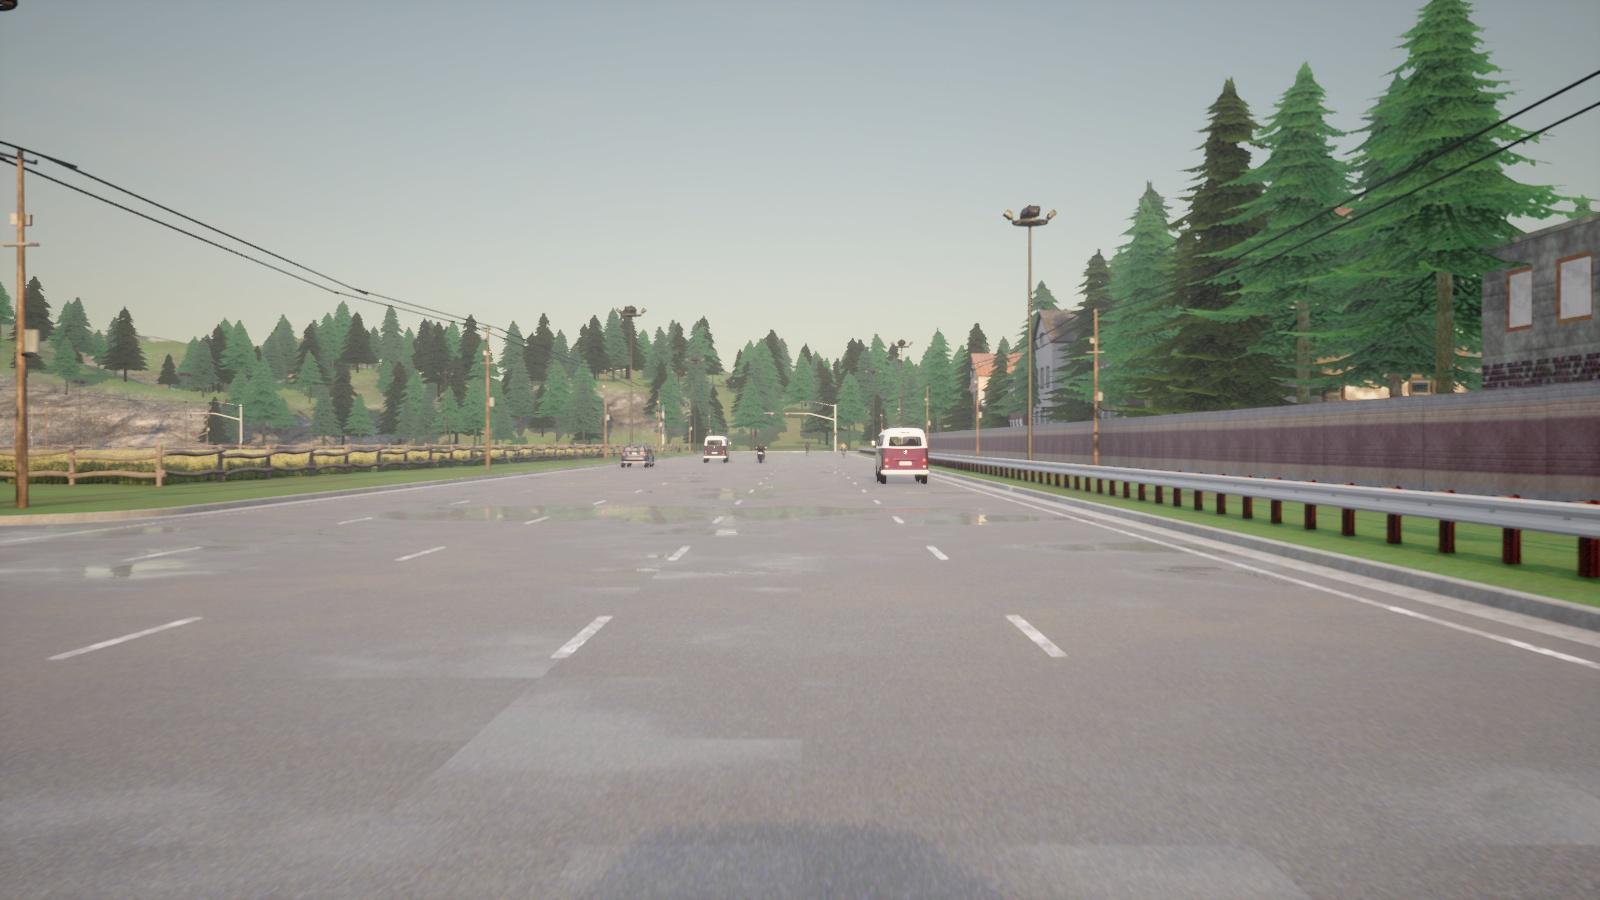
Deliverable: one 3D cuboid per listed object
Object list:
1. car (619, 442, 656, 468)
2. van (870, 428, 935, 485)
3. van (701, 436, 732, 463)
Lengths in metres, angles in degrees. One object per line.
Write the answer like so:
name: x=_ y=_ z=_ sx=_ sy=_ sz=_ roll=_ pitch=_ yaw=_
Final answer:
car: x=-10.033 y=0.296 z=77.799 sx=1.789 sy=1.549 sz=3.705 roll=0 pitch=0 yaw=0
van: x=3.789 y=0.214 z=47.112 sx=2.069 sy=2.038 sz=4.480 roll=0 pitch=0 yaw=0
van: x=-6.423 y=-0.061 z=96.720 sx=2.069 sy=2.038 sz=4.480 roll=0 pitch=0 yaw=0
